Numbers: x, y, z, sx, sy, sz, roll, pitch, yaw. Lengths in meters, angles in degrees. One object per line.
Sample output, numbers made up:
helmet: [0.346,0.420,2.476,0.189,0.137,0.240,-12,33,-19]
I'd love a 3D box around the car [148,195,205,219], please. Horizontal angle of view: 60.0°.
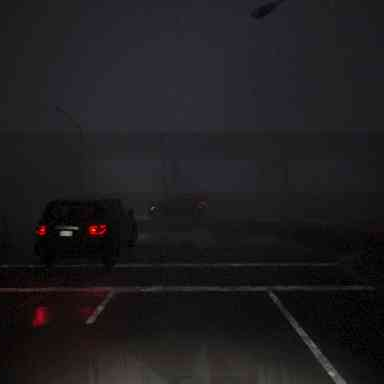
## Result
car: [-1.367,1.351,28.567,4.553,1.767,2.097,0,0,0]

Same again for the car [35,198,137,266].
car: [-3.401,1.221,11.728,2.150,2.045,5.566,0,0,0]

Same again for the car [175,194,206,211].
car: [-1.430,1.221,32.068,5.566,2.045,2.150,0,0,0]
